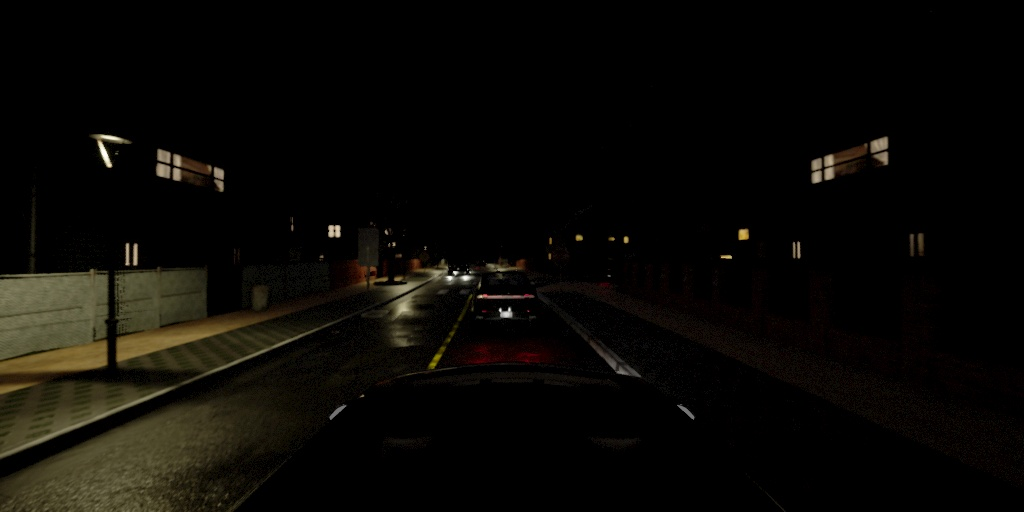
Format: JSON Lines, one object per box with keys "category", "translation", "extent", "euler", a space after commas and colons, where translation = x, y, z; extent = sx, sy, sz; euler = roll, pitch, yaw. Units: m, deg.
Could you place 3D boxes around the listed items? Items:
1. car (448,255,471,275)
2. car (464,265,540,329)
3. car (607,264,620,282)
{"category": "car", "translation": [-5.687, 0.929, 38.829], "extent": [2.150, 2.045, 5.566], "euler": [0, 0, -6]}
{"category": "car", "translation": [-0.246, 1.216, 11.215], "extent": [2.128, 1.511, 4.902], "euler": [0, 0, -3]}
{"category": "car", "translation": [9.187, 1.101, 25.350], "extent": [4.892, 1.490, 1.837], "euler": [0, -2, -7]}
